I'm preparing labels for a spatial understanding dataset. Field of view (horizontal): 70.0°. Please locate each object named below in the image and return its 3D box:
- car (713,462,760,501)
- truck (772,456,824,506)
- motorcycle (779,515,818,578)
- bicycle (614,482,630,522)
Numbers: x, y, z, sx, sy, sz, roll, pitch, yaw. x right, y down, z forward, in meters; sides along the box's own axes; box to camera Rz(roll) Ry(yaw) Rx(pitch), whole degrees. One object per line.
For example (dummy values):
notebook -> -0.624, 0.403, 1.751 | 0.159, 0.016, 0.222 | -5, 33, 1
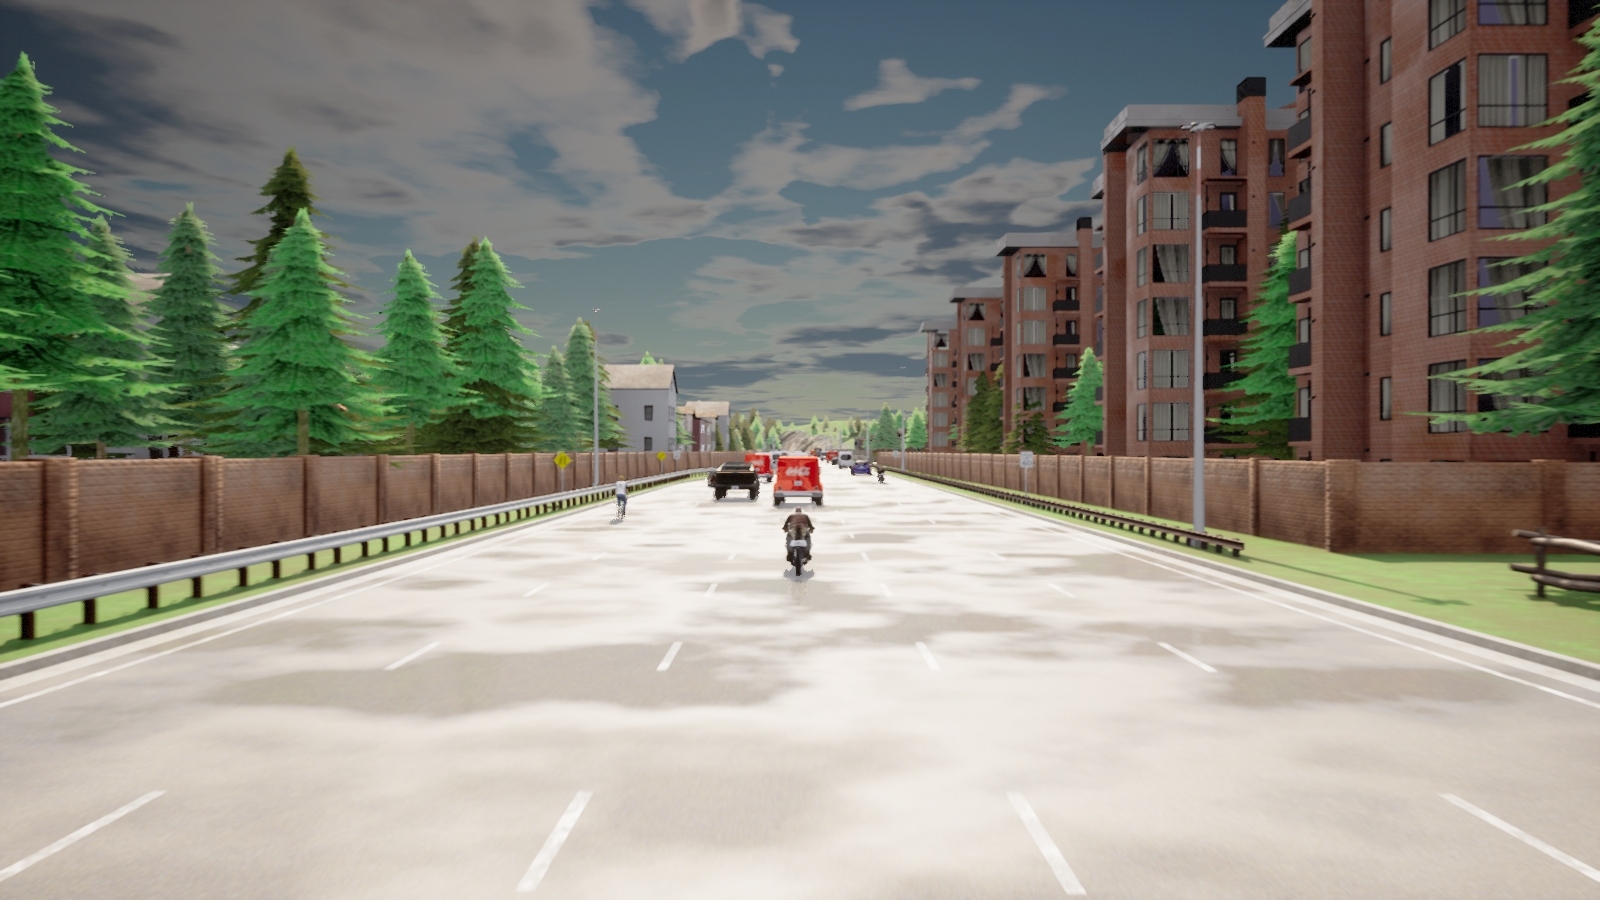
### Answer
car -> -3.603, 1.752, 66.414 | 2.390, 2.098, 6.274 | 0, 0, 0
truck -> -0.092, 1.567, 60.067 | 2.627, 2.467, 5.204 | 0, 0, 0
motorcycle -> -0.033, 2.204, 26.450 | 0.867, 1.251, 2.209 | 0, 0, 0
bicycle -> -7.069, 2.055, 45.403 | 0.373, 1.496, 1.643 | 0, 0, 0
